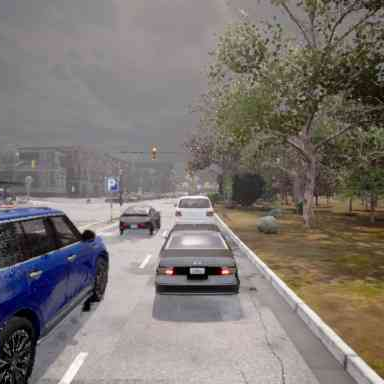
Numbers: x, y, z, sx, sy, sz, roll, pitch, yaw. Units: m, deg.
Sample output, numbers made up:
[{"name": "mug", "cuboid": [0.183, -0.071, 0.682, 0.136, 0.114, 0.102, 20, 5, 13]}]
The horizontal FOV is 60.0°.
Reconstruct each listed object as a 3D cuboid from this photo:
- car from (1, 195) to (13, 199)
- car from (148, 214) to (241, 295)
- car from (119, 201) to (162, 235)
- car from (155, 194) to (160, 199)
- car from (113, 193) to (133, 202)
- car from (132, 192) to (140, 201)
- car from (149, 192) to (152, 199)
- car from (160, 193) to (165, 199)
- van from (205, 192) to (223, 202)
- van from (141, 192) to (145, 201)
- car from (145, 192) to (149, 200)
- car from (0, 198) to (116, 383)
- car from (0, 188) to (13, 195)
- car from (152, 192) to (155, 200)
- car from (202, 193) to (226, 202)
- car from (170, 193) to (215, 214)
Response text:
[{"name": "car", "cuboid": [-16.660, 1.405, 27.011, 4.553, 1.767, 2.185, -1, 0, -19]}, {"name": "car", "cuboid": [0.096, 1.556, 8.857, 2.033, 1.411, 5.357, 0, 0, 0]}, {"name": "car", "cuboid": [-2.872, 1.516, 19.111, 2.128, 1.511, 4.902, 0, 0, 1]}, {"name": "car", "cuboid": [-11.561, 1.358, 88.757, 4.674, 1.452, 2.002, -1, 0, -12]}, {"name": "car", "cuboid": [-14.523, 1.359, 64.819, 4.792, 1.488, 2.163, -1, 0, -15]}, {"name": "car", "cuboid": [-13.882, 1.316, 67.812, 5.366, 1.575, 1.946, -1, 0, -15]}, {"name": "car", "cuboid": [-12.737, 1.360, 79.772, 4.674, 1.452, 2.002, -1, 0, -13]}, {"name": "car", "cuboid": [-11.114, 1.066, 91.764, 5.566, 2.045, 2.435, -1, 0, -12]}, {"name": "van", "cuboid": [4.201, 1.044, 67.437, 4.442, 1.987, 1.878, 1, 0, -14]}, {"name": "van", "cuboid": [-13.330, 1.094, 73.805, 4.442, 1.987, 1.878, -1, 0, -14]}, {"name": "car", "cuboid": [-13.106, 1.322, 76.776, 4.892, 1.521, 2.231, -1, 0, -14]}, {"name": "car", "cuboid": [-2.907, 1.225, 5.033, 2.150, 2.045, 5.566, 0, 0, 0]}, {"name": "car", "cuboid": [-31.232, 0.138, 55.667, 2.002, 1.452, 4.674, 6, -3, -19]}, {"name": "car", "cuboid": [-12.369, 1.360, 82.774, 4.674, 1.452, 2.002, -1, 0, -13]}, {"name": "car", "cuboid": [4.581, 1.143, 70.407, 4.553, 1.767, 2.185, 1, 0, -14]}, {"name": "car", "cuboid": [0.129, 1.246, 19.106, 2.150, 2.045, 5.566, 0, 0, 0]}]
